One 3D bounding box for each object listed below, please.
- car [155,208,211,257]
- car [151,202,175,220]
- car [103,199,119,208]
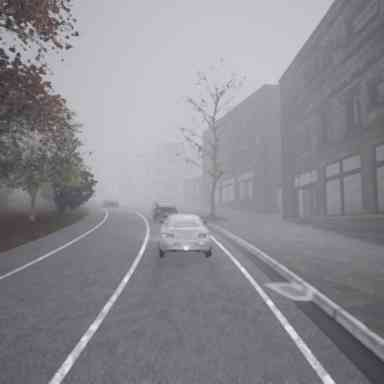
[{"bbox_3d":[-0.336,1.564,13.038,1.812,1.442,4.674,1,0,-4],"label":"car"},{"bbox_3d":[-2.470,1.576,28.885,1.882,1.535,5.008,2,0,-11],"label":"car"},{"bbox_3d":[-11.751,1.627,48.263,1.895,1.301,4.718,2,-1,-21],"label":"car"}]
